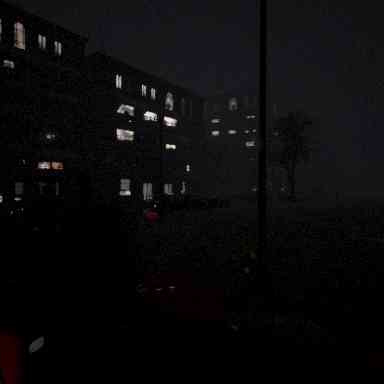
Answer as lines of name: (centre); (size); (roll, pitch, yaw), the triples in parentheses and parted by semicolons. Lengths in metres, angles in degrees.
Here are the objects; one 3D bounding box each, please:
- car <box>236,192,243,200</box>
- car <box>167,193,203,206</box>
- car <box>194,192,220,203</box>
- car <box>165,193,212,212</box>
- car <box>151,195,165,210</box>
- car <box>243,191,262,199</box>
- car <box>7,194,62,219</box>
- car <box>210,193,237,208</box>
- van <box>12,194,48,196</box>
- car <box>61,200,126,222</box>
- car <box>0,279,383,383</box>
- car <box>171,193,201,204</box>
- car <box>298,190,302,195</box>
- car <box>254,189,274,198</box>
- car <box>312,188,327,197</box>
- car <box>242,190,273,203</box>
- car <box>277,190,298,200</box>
car: (8.737, 0.648, 60.527); (1.947, 1.339, 4.313); (2, 2, 35)
car: (-0.809, 0.899, 42.290); (1.882, 1.535, 5.008); (1, 1, 35)
car: (2.372, 0.806, 51.387); (2.008, 1.369, 4.403); (2, 2, 35)
car: (-0.300, 1.131, 32.887); (1.887, 1.381, 4.507); (2, 2, 35)
car: (-2.234, 1.064, 34.664); (1.837, 1.490, 4.892); (1, 1, 35)
car: (11.822, 0.524, 64.956); (1.752, 1.417, 4.829); (2, 2, 35)
car: (-11.854, 1.217, 26.448); (2.128, 1.511, 4.902); (1, 1, 35)
car: (2.883, 1.050, 37.457); (2.008, 1.369, 4.403); (2, 2, 35)
van: (-13.538, 1.034, 28.531); (1.690, 1.788, 3.998); (2, 2, 35)
car: (-6.664, 1.328, 23.749); (1.947, 1.339, 4.313); (2, 2, 35)
car: (-0.316, 1.544, 3.096); (4.507, 1.381, 1.887); (0, 0, 36)
car: (-0.811, 0.908, 46.817); (1.947, 1.339, 4.313); (2, 2, 35)
car: (27.831, 0.113, 87.946); (1.887, 1.381, 4.507); (2, 2, 35)
car: (15.105, 0.226, 69.661); (2.192, 1.841, 5.009); (2, 2, 35)
car: (29.070, 0.008, 75.595); (2.150, 2.045, 5.566); (1, 1, 35)
car: (9.248, 0.876, 46.598); (2.008, 1.369, 4.403); (2, 2, 35)
car: (15.711, 0.674, 55.877); (1.752, 1.417, 4.829); (2, 2, 35)
